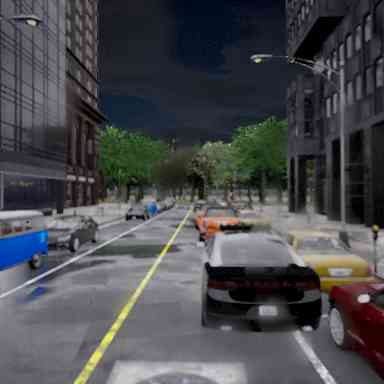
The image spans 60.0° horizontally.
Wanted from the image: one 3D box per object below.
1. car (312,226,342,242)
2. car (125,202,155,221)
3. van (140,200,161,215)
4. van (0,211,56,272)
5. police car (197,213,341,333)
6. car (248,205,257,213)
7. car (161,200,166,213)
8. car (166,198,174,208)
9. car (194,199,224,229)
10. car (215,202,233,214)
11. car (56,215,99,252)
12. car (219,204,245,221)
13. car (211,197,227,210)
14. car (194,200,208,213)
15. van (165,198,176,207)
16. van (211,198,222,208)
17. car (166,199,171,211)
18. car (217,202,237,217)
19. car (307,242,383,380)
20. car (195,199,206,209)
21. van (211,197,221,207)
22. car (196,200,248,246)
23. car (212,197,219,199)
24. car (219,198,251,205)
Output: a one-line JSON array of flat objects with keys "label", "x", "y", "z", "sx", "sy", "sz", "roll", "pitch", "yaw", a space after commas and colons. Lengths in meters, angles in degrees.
[{"label": "car", "x": 3.043, "y": 1.597, "z": 9.001, "sx": 1.752, "sy": 1.417, "sz": 4.829, "roll": 0, "pitch": -1, "yaw": 1}, {"label": "car", "x": -4.921, "y": 1.882, "z": 30.793, "sx": 1.947, "sy": 1.339, "sz": 4.313, "roll": 0, "pitch": -1, "yaw": 1}, {"label": "van", "x": -4.782, "y": 1.709, "z": 36.231, "sx": 1.690, "sy": 1.788, "sz": 3.998, "roll": 0, "pitch": -1, "yaw": 1}, {"label": "van", "x": -5.485, "y": 1.452, "z": 9.053, "sx": 1.690, "sy": 1.788, "sz": 3.998, "roll": 0, "pitch": -1, "yaw": 1}, {"label": "police car", "x": 1.135, "y": 1.490, "z": 7.258, "sx": 1.930, "sy": 1.638, "sz": 5.238, "roll": 0, "pitch": -1, "yaw": 1}, {"label": "car", "x": 3.324, "y": 1.698, "z": 19.872, "sx": 1.752, "sy": 1.417, "sz": 4.829, "roll": 0, "pitch": -1, "yaw": 1}, {"label": "car", "x": -4.645, "y": 1.944, "z": 41.495, "sx": 1.752, "sy": 1.417, "sz": 4.829, "roll": 0, "pitch": -1, "yaw": 1}, {"label": "car", "x": -4.364, "y": 2.050, "z": 52.366, "sx": 1.752, "sy": 1.417, "sz": 4.829, "roll": 0, "pitch": -1, "yaw": 1}, {"label": "car", "x": 1.361, "y": 1.565, "z": 23.145, "sx": 2.097, "sy": 1.767, "sz": 4.553, "roll": 0, "pitch": -1, "yaw": 4}, {"label": "car", "x": 3.882, "y": 1.923, "z": 41.444, "sx": 1.887, "sy": 1.381, "sz": 4.507, "roll": 0, "pitch": -1, "yaw": 1}, {"label": "car", "x": -5.343, "y": 1.713, "z": 14.487, "sx": 2.008, "sy": 1.369, "sz": 4.403, "roll": 0, "pitch": -1, "yaw": 1}, {"label": "car", "x": 3.601, "y": 1.825, "z": 30.573, "sx": 2.008, "sy": 1.369, "sz": 4.403, "roll": 0, "pitch": -1, "yaw": 1}, {"label": "car", "x": 4.162, "y": 1.800, "z": 52.318, "sx": 2.192, "sy": 1.841, "sz": 5.009, "roll": 0, "pitch": -1, "yaw": 1}, {"label": "car", "x": 1.219, "y": 1.929, "z": 44.834, "sx": 1.837, "sy": 1.490, "sz": 4.892, "roll": 0, "pitch": -1, "yaw": 2}, {"label": "van", "x": -4.079, "y": 1.974, "z": 63.409, "sx": 1.690, "sy": 1.788, "sz": 3.998, "roll": 0, "pitch": -1, "yaw": 1}, {"label": "van", "x": 4.303, "y": 1.879, "z": 57.753, "sx": 1.690, "sy": 1.788, "sz": 3.998, "roll": 0, "pitch": -1, "yaw": 1}, {"label": "car", "x": -4.500, "y": 2.039, "z": 47.100, "sx": 1.947, "sy": 1.339, "sz": 4.313, "roll": 0, "pitch": -1, "yaw": 1}, {"label": "car", "x": 3.746, "y": 1.853, "z": 36.179, "sx": 1.752, "sy": 1.417, "sz": 4.829, "roll": 0, "pitch": -1, "yaw": 1}, {"label": "car", "x": 2.898, "y": 1.564, "z": 3.396, "sx": 1.887, "sy": 1.381, "sz": 4.507, "roll": 0, "pitch": -1, "yaw": 1}, {"label": "car", "x": 1.558, "y": 2.062, "z": 58.374, "sx": 1.837, "sy": 1.490, "sz": 4.892, "roll": 0, "pitch": -1, "yaw": 1}, {"label": "van", "x": 4.443, "y": 1.933, "z": 63.188, "sx": 1.690, "sy": 1.788, "sz": 3.998, "roll": 0, "pitch": -1, "yaw": 1}, {"label": "car", "x": 1.389, "y": 1.507, "z": 17.115, "sx": 2.097, "sy": 1.767, "sz": 4.553, "roll": 0, "pitch": -1, "yaw": 1}, {"label": "car", "x": 4.022, "y": 1.872, "z": 46.881, "sx": 1.967, "sy": 1.590, "sz": 4.097, "roll": 0, "pitch": -1, "yaw": 1}, {"label": "car", "x": 3.459, "y": 1.538, "z": 25.140, "sx": 2.192, "sy": 1.841, "sz": 5.009, "roll": 0, "pitch": -1, "yaw": 1}]
